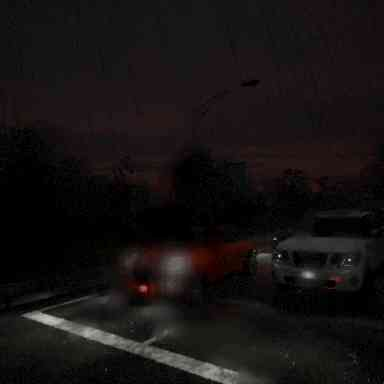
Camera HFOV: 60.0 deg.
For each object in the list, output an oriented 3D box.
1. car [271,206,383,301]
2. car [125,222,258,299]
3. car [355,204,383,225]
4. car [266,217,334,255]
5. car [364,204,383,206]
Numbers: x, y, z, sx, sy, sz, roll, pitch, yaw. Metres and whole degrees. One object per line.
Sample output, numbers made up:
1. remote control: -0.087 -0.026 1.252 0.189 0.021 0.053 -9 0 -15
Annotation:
1. car: 4.276 1.576 9.713 2.150 2.045 5.566 -4 -4 37
2. car: 0.152 1.867 10.104 2.097 1.767 4.553 -4 -4 38
3. car: 18.988 2.323 34.935 2.150 2.045 5.566 -4 -4 38
4. car: 5.849 2.193 17.581 1.837 1.490 4.892 -4 -3 37
5. car: 11.832 1.814 19.739 2.150 2.045 5.566 -4 -4 37
